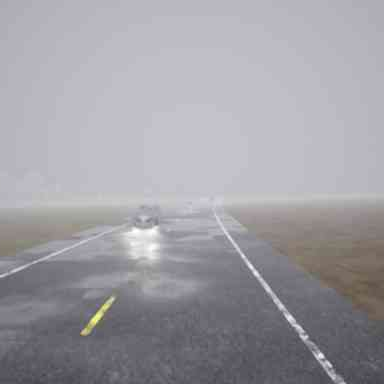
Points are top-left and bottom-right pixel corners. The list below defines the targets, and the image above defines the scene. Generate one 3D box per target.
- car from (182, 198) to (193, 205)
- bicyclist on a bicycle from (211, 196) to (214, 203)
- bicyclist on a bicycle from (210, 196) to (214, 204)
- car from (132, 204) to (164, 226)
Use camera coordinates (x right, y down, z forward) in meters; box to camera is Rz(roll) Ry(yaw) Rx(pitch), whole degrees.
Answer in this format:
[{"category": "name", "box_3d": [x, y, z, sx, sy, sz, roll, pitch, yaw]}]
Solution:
[{"category": "car", "box_3d": [-0.815, 1.900, 66.250, 1.812, 1.442, 4.674, 0, 0, 5]}, {"category": "bicyclist on a bicycle", "box_3d": [4.996, 1.823, 81.120, 0.659, 1.776, 1.843, 0, 0, 6]}, {"category": "bicyclist on a bicycle", "box_3d": [4.164, 1.859, 72.192, 0.582, 1.620, 1.656, 0, -1, 5]}, {"category": "car", "box_3d": [-3.185, 1.640, 24.914, 2.128, 1.511, 4.902, 0, 0, 2]}]
